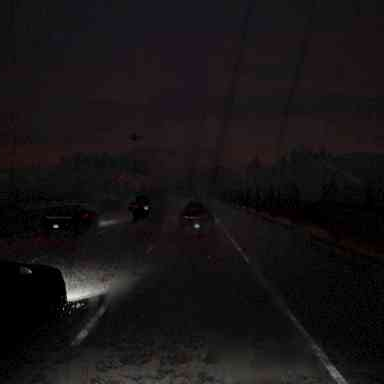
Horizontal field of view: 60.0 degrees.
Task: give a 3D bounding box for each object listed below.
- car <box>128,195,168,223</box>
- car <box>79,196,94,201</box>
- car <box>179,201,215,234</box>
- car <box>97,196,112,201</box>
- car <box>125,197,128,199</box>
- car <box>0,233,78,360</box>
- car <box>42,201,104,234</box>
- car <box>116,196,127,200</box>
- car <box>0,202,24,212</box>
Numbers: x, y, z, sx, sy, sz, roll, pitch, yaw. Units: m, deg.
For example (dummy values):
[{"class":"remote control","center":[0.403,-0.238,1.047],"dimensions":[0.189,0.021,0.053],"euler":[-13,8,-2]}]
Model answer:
[{"class":"car","center":[-3.157,1.213,25.848],"dimensions":[2.150,2.045,5.566],"euler":[0,0,1]},{"class":"car","center":[-20.372,1.545,64.144],"dimensions":[1.994,1.385,4.181],"euler":[0,0,1]},{"class":"car","center":[0.275,1.487,19.080],"dimensions":[2.128,1.511,4.902],"euler":[0,0,1]},{"class":"car","center":[-16.873,1.516,64.191],"dimensions":[1.812,1.442,4.674],"euler":[0,0,1]},{"class":"car","center":[-6.506,1.587,40.722],"dimensions":[1.895,1.301,4.718],"euler":[0,0,1]},{"class":"car","center":[-3.353,1.561,4.597],"dimensions":[1.994,1.385,4.181],"euler":[0,0,0]},{"class":"car","center":[-6.727,1.483,18.914],"dimensions":[2.128,1.511,4.902],"euler":[0,0,1]},{"class":"car","center":[-13.372,1.540,64.318],"dimensions":[2.033,1.411,5.357],"euler":[0,0,1]},{"class":"car","center":[-13.878,1.492,23.696],"dimensions":[1.837,1.490,4.892],"euler":[0,0,1]}]
